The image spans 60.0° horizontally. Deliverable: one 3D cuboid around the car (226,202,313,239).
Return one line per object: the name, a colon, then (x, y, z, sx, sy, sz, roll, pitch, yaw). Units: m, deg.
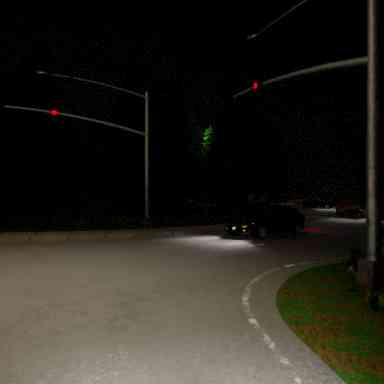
car: (3.918, 1.478, 17.244, 4.892, 1.490, 1.837, 0, 0, -37)

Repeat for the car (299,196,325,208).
car: (17.508, 1.594, 47.838, 1.895, 1.301, 4.718, 0, 0, -1)

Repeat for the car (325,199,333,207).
car: (20.758, 1.325, 46.367, 2.097, 1.767, 4.553, 0, 0, 3)

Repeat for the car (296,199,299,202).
car: (19.596, 1.451, 56.078, 1.882, 1.535, 5.008, 0, 0, -16)

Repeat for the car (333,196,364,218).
car: (14.111, 1.451, 29.866, 1.882, 1.535, 5.008, 0, 0, 20)
